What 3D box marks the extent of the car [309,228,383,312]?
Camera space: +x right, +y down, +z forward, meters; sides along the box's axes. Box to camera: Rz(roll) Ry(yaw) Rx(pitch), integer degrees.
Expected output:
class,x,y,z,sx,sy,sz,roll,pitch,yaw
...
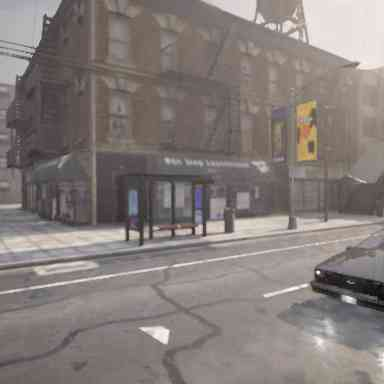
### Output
class,x,y,z,sx,sy,sz,roll,pitch,yaw
car,4.959,1.483,7.350,5.357,1.411,2.033,-1,0,-34
